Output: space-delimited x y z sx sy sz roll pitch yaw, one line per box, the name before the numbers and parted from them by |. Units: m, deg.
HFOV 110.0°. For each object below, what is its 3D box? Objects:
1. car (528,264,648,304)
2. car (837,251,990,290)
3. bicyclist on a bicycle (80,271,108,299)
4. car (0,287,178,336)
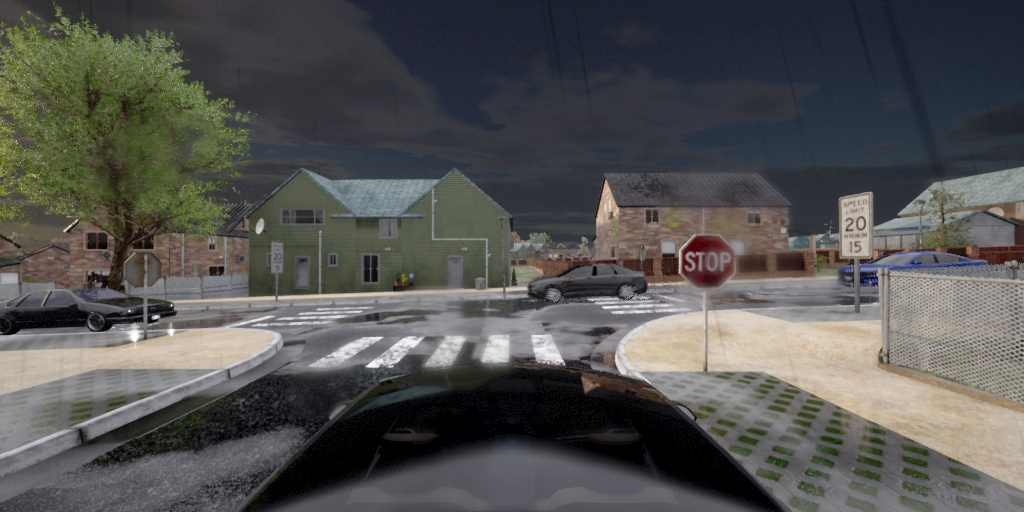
car | 3.092 1.104 14.983 4.892 1.490 1.837 -2 0 0
car | 16.465 0.587 14.882 5.008 1.535 1.882 -2 0 1
bicyclist on a bicycle | -20.830 1.576 18.049 0.582 1.620 1.656 0 2 0
car | -14.733 1.786 12.170 5.357 1.411 2.033 -2 0 0
